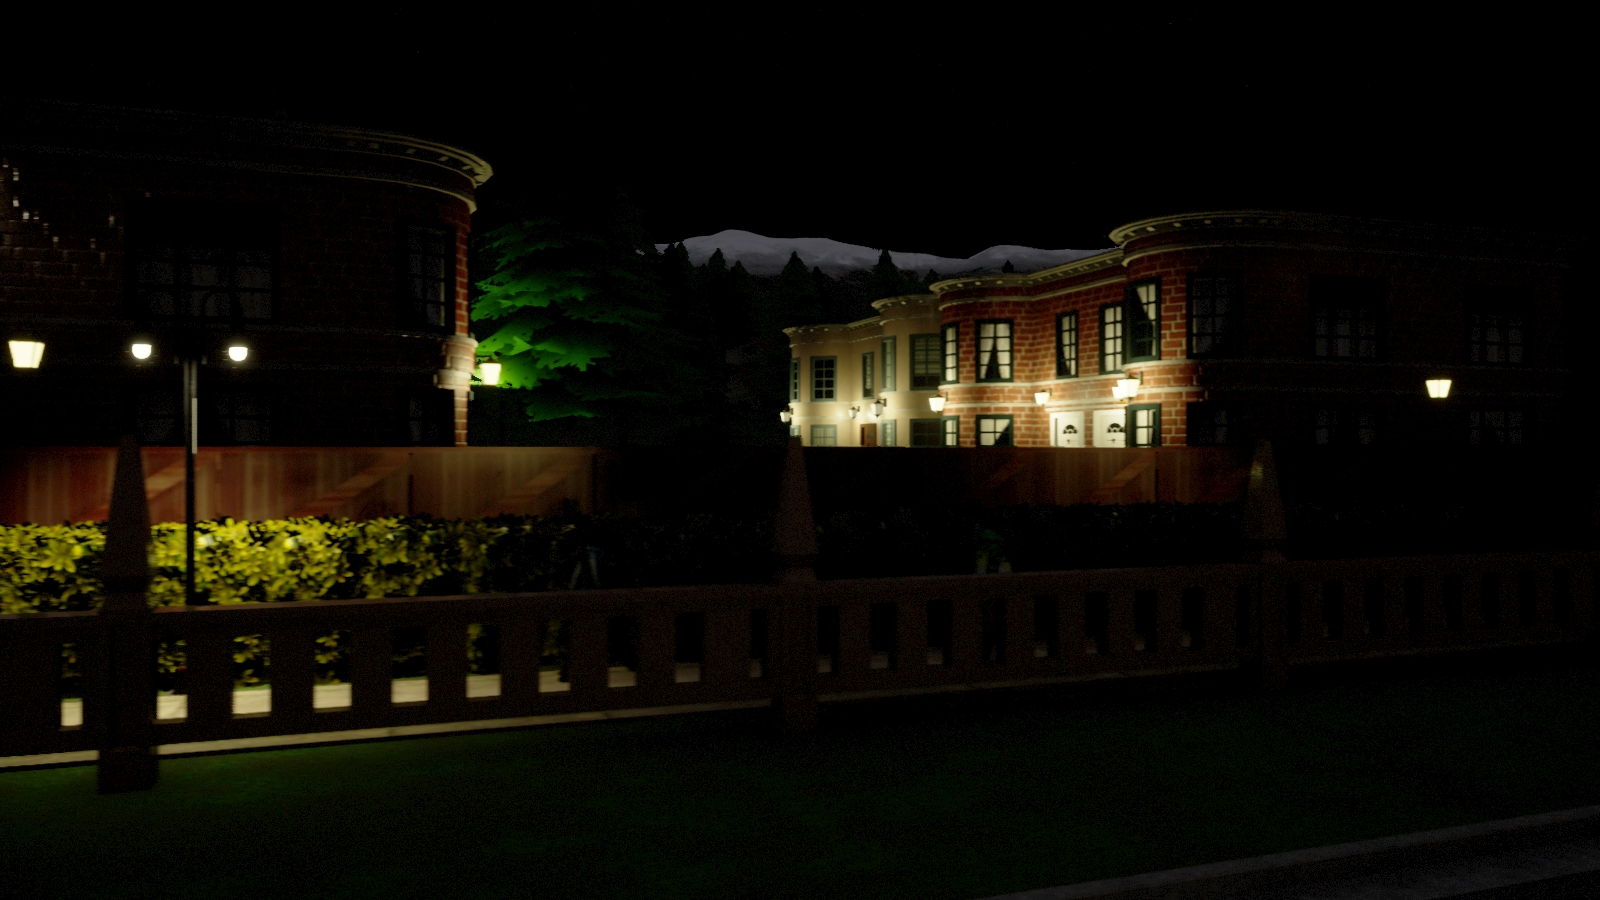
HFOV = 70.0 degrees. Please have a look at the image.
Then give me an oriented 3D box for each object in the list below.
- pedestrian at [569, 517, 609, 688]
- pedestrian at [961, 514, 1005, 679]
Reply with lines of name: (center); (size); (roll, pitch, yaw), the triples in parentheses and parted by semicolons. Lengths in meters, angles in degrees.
pedestrian: (-2.374, 1.694, 12.838); (0.375, 1.860, 0.375); (0, 0, -20)
pedestrian: (2.135, 1.696, 13.352); (0.375, 1.860, 0.375); (0, 0, -20)
